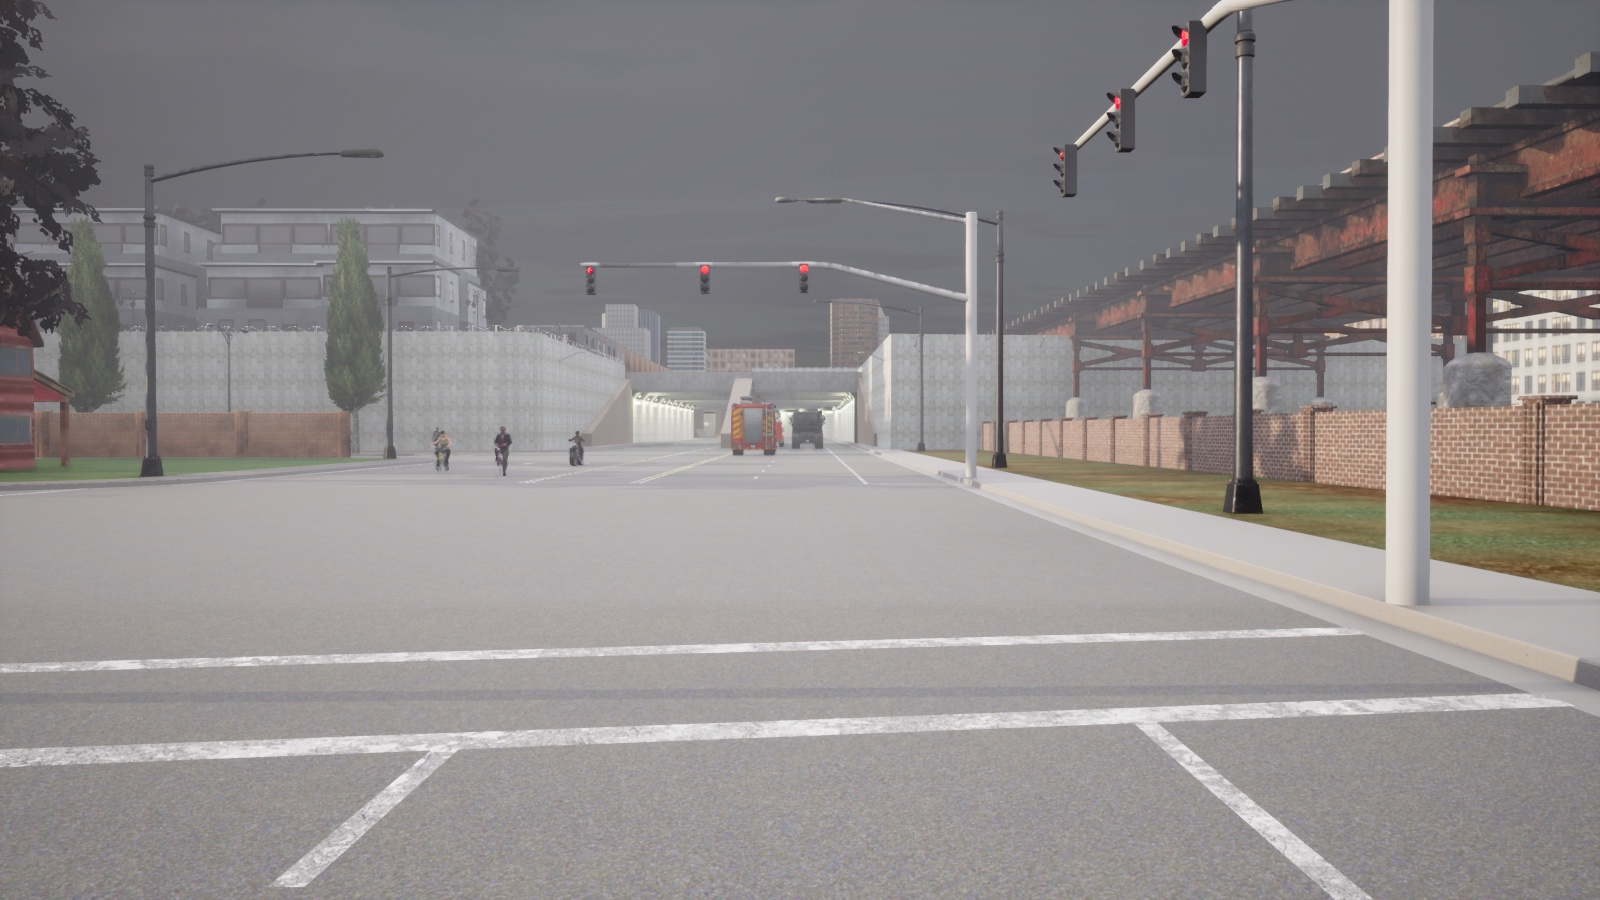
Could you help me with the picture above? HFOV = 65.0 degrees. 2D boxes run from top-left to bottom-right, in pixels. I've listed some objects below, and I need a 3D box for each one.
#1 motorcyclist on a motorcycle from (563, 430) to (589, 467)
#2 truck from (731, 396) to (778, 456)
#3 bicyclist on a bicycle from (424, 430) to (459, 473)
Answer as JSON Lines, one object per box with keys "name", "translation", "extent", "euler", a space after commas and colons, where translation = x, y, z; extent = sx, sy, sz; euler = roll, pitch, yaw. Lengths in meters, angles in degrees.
{"name": "motorcyclist on a motorcycle", "translation": [-10.157, -0.085, 56.988], "extent": [0.766, 1.649, 2.350], "euler": [0, 1, 0]}
{"name": "truck", "translation": [-3.021, -1.627, 84.811], "extent": [2.891, 3.827, 8.468], "euler": [0, 1, 0]}
{"name": "bicyclist on a bicycle", "translation": [-13.708, 0.037, 48.049], "extent": [0.866, 1.612, 1.509], "euler": [0, 1, 0]}
